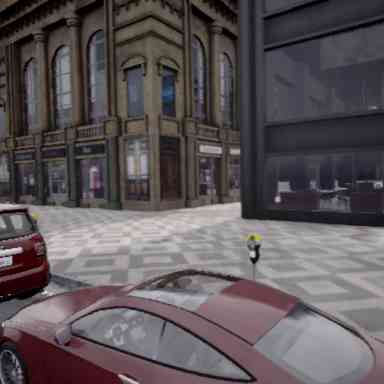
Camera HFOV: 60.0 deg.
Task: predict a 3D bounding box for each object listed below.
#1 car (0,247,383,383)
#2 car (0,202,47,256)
[{"bbox_3d":[-0.191,1.431,3.116,4.206,1.307,1.802,1,3,35],"label":"car"},{"bbox_3d":[-4.767,1.109,6.354,5.009,1.841,2.192,1,3,35],"label":"car"}]
